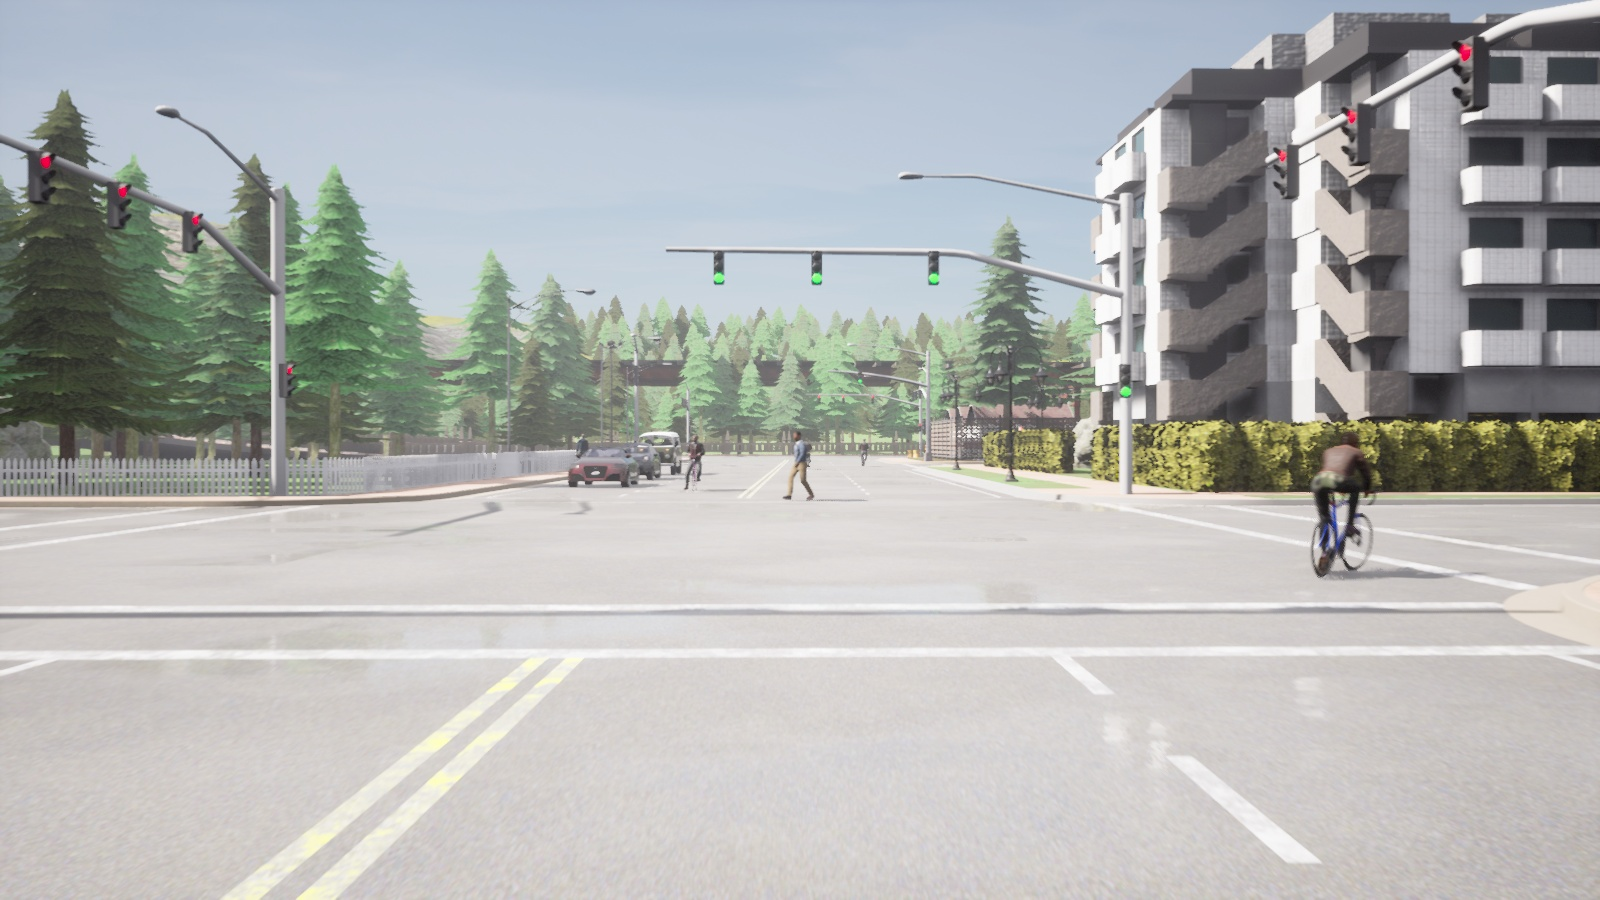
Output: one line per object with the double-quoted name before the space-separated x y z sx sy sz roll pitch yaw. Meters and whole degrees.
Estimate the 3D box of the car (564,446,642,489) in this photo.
"car" -6.739 0.561 43.339 1.994 1.385 4.181 0 0 0

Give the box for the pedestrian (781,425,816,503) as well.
"pedestrian" -0.030 0.358 31.869 0.788 1.949 0.423 0 0 -27

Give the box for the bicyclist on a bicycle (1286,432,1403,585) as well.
"bicyclist on a bicycle" 6.184 0.624 14.222 1.656 1.620 0.582 0 2 -45

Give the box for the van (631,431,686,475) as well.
"van" -6.645 0.129 59.512 2.069 2.038 4.480 0 0 1

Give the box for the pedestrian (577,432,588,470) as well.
"pedestrian" -10.680 0.049 61.716 0.402 1.842 0.726 0 0 1

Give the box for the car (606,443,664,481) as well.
"car" -6.694 0.466 51.282 1.845 1.501 3.633 0 0 0
